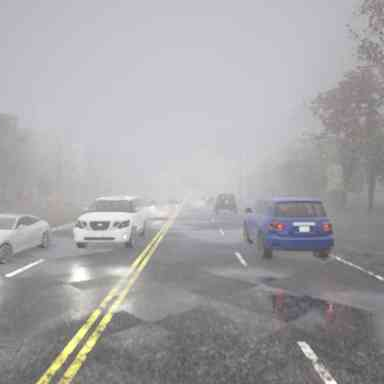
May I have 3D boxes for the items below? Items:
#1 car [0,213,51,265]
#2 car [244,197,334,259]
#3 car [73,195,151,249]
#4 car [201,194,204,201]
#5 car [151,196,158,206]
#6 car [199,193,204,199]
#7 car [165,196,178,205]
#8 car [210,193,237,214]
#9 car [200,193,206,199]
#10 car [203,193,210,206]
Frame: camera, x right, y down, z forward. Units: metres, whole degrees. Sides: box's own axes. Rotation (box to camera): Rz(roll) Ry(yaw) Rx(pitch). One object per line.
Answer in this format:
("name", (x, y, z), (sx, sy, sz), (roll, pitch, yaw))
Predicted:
("car", (-6.598, 1.497, 11.728), (1.812, 1.442, 4.674), (0, 0, 0))
("car", (3.366, 1.188, 12.572), (2.150, 2.045, 5.566), (0, 0, 0))
("car", (-3.348, 1.185, 14.733), (2.150, 2.045, 5.566), (0, 0, 0))
("car", (3.248, 1.410, 62.557), (1.895, 1.301, 4.718), (0, 0, 0))
("car", (-6.567, 1.345, 52.565), (2.128, 1.511, 4.902), (0, 0, 0))
("car", (3.213, 1.107, 73.498), (2.097, 1.767, 4.553), (0, 0, 0))
("car", (-3.301, 1.365, 56.592), (1.812, 1.442, 4.674), (0, 0, 0))
("car", (3.367, 1.128, 34.767), (2.150, 2.045, 5.566), (0, 0, 0))
("car", (3.141, 1.161, 95.537), (1.812, 1.442, 4.674), (0, 0, 0))
("car", (3.259, 1.343, 51.507), (2.128, 1.511, 4.902), (0, 0, 0))
